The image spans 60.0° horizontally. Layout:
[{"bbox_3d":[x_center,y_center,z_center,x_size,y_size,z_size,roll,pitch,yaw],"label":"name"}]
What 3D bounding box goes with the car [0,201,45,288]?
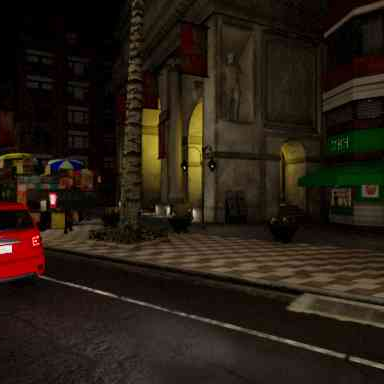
[{"bbox_3d":[-5.856,1.221,8.059,5.566,2.045,2.150,0,0,36],"label":"car"}]
